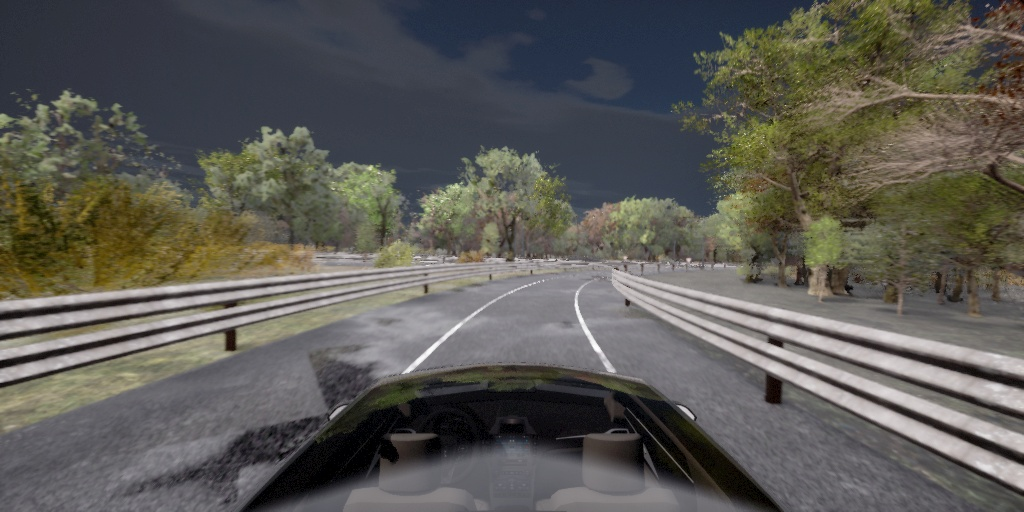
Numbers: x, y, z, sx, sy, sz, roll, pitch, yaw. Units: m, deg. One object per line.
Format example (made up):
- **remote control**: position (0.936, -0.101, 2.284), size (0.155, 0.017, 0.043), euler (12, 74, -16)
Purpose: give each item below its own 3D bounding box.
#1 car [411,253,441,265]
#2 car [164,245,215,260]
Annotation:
- **car**: position (-13.518, 0.550, 54.625), size (5.357, 1.411, 2.033), euler (2, 1, -34)
- **car**: position (-35.867, -0.175, 39.365), size (4.902, 1.511, 2.128), euler (2, 1, -34)
